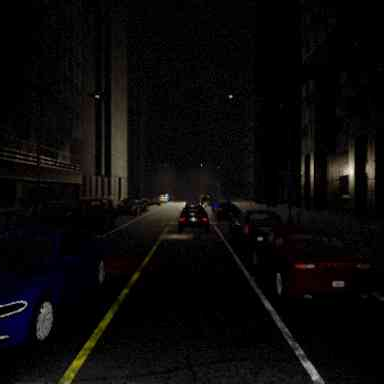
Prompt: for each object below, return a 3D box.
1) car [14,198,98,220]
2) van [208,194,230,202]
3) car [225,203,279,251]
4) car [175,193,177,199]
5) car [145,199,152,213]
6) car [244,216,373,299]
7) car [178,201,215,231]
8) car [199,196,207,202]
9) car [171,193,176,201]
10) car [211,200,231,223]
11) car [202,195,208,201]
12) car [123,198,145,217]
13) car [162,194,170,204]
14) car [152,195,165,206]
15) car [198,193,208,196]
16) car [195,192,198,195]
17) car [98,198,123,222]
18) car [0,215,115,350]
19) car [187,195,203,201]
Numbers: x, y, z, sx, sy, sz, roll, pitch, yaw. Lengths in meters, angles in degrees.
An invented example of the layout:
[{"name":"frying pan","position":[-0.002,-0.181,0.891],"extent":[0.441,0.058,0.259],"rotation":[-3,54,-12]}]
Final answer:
[{"name":"car","position":[-5.859,1.305,13.942],"extent":[2.192,1.841,5.009],"rotation":[0,0,0]},{"name":"van","position":[2.665,1.328,30.845],"extent":[1.690,1.788,3.998],"rotation":[0,0,0]},{"name":"car","position":[2.667,1.431,13.928],"extent":[1.967,1.590,4.097],"rotation":[0,0,0]},{"name":"car","position":[-5.862,1.483,92.900],"extent":[1.967,1.590,4.097],"rotation":[0,0,0]},{"name":"car","position":[-5.860,1.431,36.498],"extent":[1.967,1.590,4.097],"rotation":[0,0,0]},{"name":"car","position":[2.667,1.539,8.289],"extent":[1.887,1.381,4.507],"rotation":[0,0,0]},{"name":"car","position":[0.094,1.535,20.459],"extent":[2.033,1.411,5.357],"rotation":[0,0,0]},{"name":"car","position":[2.664,1.596,81.597],"extent":[2.008,1.369,4.403],"rotation":[0,0,0]},{"name":"car","position":[-5.861,1.627,87.259],"extent":[1.802,1.307,4.206],"rotation":[0,0,0]},{"name":"car","position":[2.666,1.551,25.206],"extent":[1.947,1.339,4.313],"rotation":[0,0,0]},{"name":"car","position":[2.665,1.533,47.969],"extent":[1.752,1.417,4.829],"rotation":[0,0,1]},{"name":"car","position":[-5.860,1.427,30.860],"extent":[1.967,1.590,4.097],"rotation":[0,0,0]},{"name":"car","position":[-5.862,1.559,64.528],"extent":[1.752,1.417,4.829],"rotation":[0,0,0]},{"name":"car","position":[-5.868,1.540,53.215],"extent":[1.752,1.417,4.829],"rotation":[0,0,1]},{"name":"car","position":[2.664,1.342,59.038],"extent":[2.192,1.841,5.009],"rotation":[0,0,0]},{"name":"car","position":[2.664,1.484,92.875],"extent":[1.967,1.590,4.097],"rotation":[0,0,0]},{"name":"car","position":[-5.859,1.302,19.580],"extent":[2.192,1.841,5.009],"rotation":[0,0,0]},{"name":"car","position":[-3.101,1.473,6.544],"extent":[1.882,1.535,5.008],"rotation":[0,0,0]},{"name":"car","position":[0.094,1.523,42.618],"extent":[1.812,1.442,4.674],"rotation":[0,0,0]}]
